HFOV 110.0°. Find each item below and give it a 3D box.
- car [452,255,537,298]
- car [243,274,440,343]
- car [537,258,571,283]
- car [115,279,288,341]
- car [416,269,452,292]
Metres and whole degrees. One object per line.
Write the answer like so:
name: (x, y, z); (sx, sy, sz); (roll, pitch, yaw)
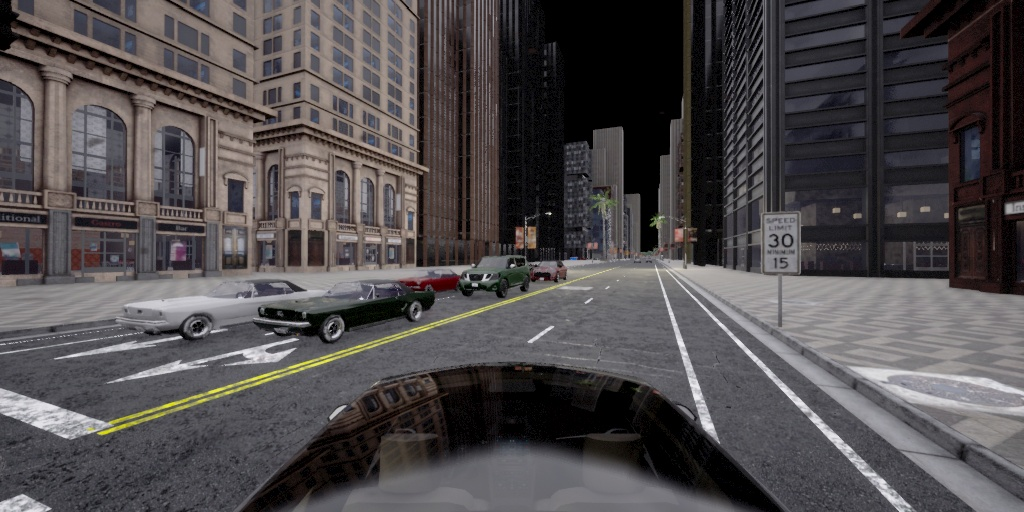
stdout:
car: (-0.705, 0.977, 19.072); (2.150, 2.045, 5.566); (0, 0, 21)
car: (-4.271, 1.352, 9.985); (1.895, 1.301, 4.718); (0, 0, 24)
car: (3.002, 1.116, 28.581); (2.097, 1.767, 4.553); (0, 0, 21)
car: (-7.673, 1.352, 10.212); (1.895, 1.301, 4.718); (0, 0, 21)
car: (-4.253, 1.355, 18.944); (1.895, 1.301, 4.718); (0, 0, 21)
